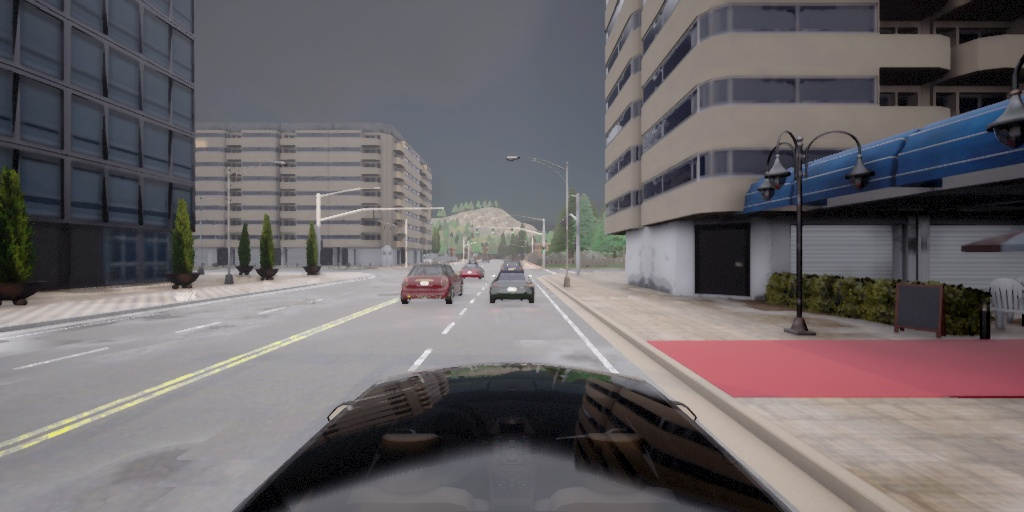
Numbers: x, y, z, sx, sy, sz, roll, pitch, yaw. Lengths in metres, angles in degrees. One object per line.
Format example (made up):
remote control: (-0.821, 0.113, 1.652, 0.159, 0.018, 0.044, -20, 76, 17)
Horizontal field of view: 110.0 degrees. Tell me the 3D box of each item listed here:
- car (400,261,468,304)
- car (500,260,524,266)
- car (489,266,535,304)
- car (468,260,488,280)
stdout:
car: (-3.500, 1.114, 16.470, 2.097, 1.767, 4.553, 0, 0, 0)
car: (0.000, 1.114, 31.470, 2.097, 1.767, 4.553, 0, 0, 0)
car: (0.000, 1.320, 16.500, 1.994, 1.385, 4.181, 0, 0, 0)
car: (-3.500, 1.321, 31.500, 1.994, 1.385, 4.181, 0, 0, 0)
